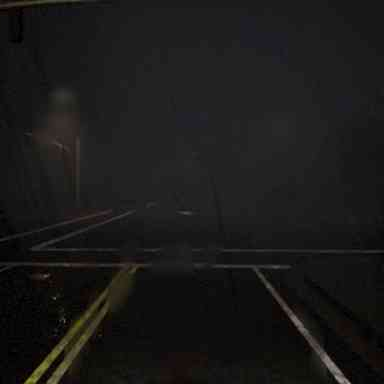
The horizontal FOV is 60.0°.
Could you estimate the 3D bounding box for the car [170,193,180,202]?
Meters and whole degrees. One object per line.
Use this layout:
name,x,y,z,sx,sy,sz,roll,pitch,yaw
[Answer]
car,-3.349,0.857,58.982,1.812,1.442,4.674,0,1,0

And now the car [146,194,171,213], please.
car,-3.414,1.270,33.261,1.812,1.442,4.674,0,1,0
